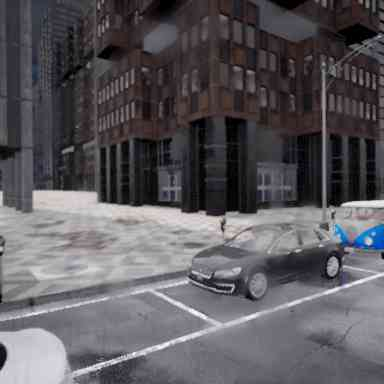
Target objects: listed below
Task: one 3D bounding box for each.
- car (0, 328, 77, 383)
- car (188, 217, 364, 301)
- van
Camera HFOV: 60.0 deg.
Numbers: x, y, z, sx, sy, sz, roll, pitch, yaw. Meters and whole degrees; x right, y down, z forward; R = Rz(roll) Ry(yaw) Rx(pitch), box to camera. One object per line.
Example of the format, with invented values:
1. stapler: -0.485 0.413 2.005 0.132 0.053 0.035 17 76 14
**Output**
1. car: -2.840 1.548 1.358 4.674 1.442 1.812 -1 1 -35
2. car: 1.934 1.466 8.017 4.403 1.369 2.008 -1 1 -35
3. van: 6.437 1.179 11.213 3.998 1.788 1.690 -1 1 -35
